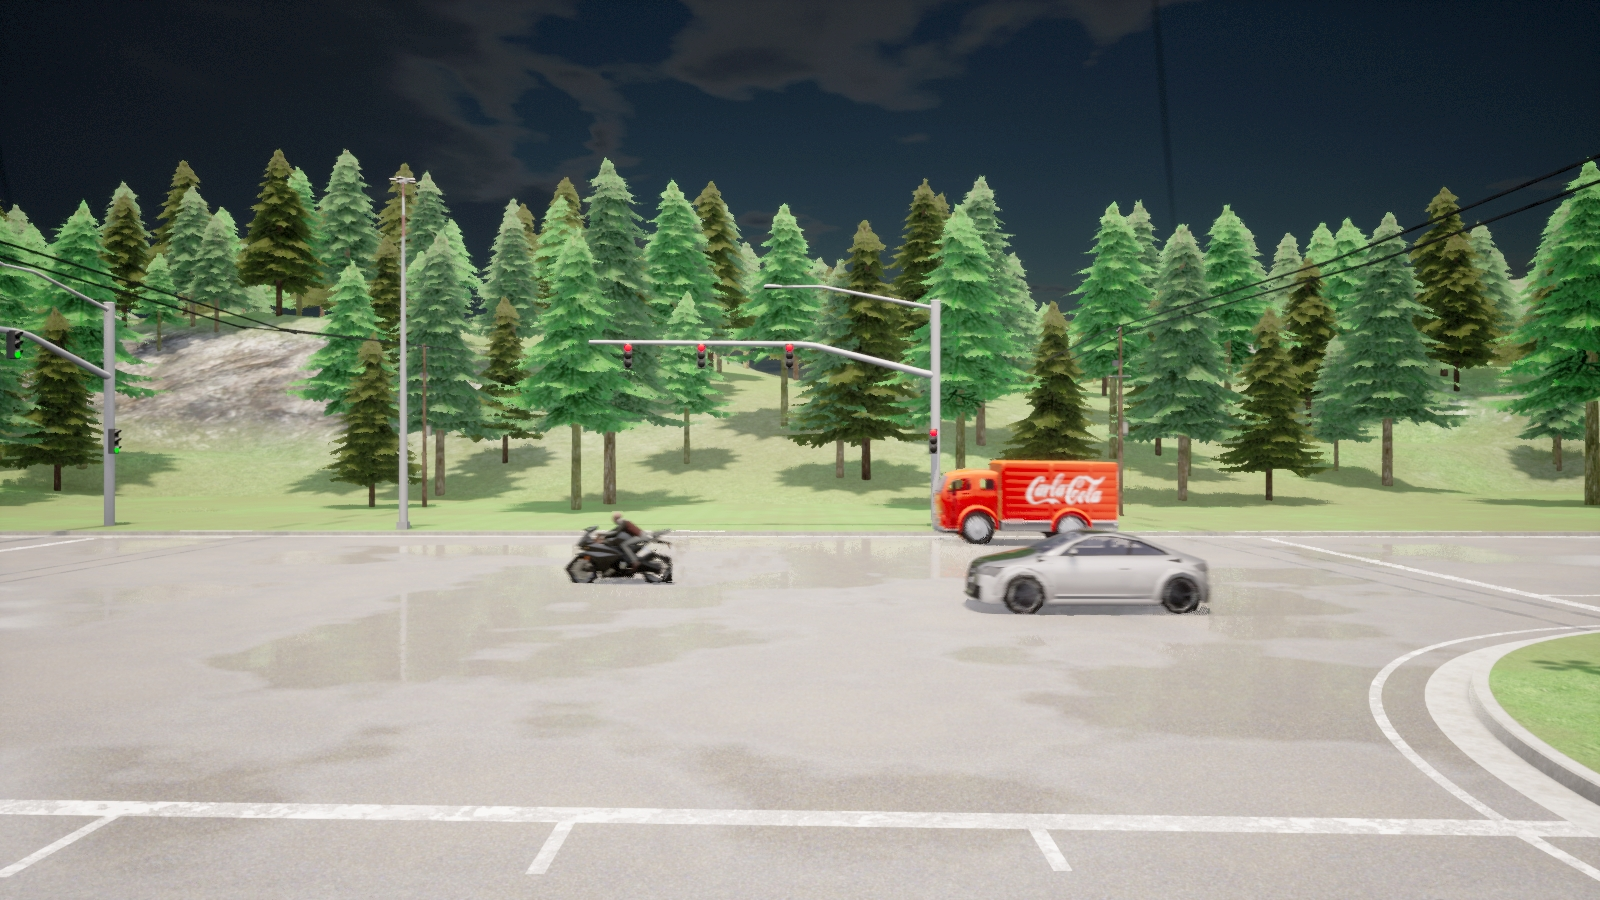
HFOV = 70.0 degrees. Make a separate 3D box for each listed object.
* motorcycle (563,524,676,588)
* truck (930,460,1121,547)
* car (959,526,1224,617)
[{"bbox_3d":[-3.736,2.189,23.752,2.209,1.251,0.867,0,0,0],"label":"motorcycle"},{"bbox_3d":[6.640,1.549,34.187,5.204,2.467,2.627,0,0,0],"label":"truck"},{"bbox_3d":[5.032,2.105,20.198,4.181,1.385,1.994,0,0,0],"label":"car"}]
